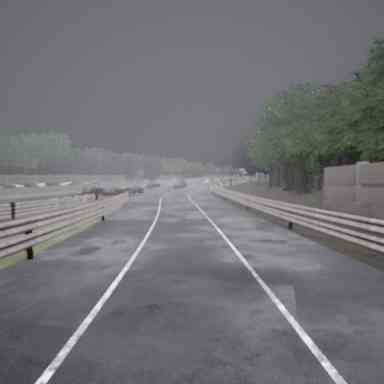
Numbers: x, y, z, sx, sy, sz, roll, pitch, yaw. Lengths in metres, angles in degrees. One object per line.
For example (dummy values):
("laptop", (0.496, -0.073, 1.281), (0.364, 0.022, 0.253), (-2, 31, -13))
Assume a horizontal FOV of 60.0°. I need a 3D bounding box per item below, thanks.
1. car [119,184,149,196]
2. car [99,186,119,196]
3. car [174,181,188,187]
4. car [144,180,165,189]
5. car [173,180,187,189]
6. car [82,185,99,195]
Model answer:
("car", (-8.787, -0.249, 50.945), (1.837, 1.490, 4.892), (0, 3, 15))
("car", (-12.169, -0.213, 51.854), (1.994, 1.385, 4.181), (0, 3, 15))
("car", (-2.857, -2.069, 86.487), (2.033, 1.411, 5.357), (0, 3, 15))
("car", (-8.833, -1.598, 77.734), (2.128, 1.511, 4.902), (0, 3, 15))
("car", (-2.598, -1.430, 73.966), (2.033, 1.411, 5.357), (0, 3, 15))
("car", (-15.547, -0.310, 52.762), (2.128, 1.511, 4.902), (0, 3, 15))
